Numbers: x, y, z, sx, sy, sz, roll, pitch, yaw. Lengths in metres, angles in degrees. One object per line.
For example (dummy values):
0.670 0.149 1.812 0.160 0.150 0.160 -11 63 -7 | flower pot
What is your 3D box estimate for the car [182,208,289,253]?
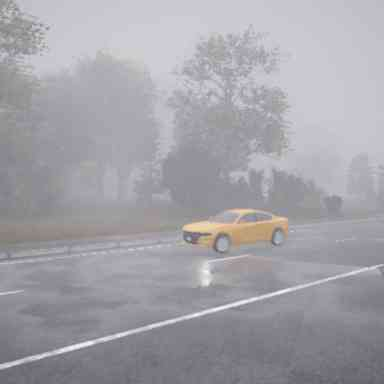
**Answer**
1.919 1.468 13.830 5.008 1.535 1.882 0 0 -35 | car
